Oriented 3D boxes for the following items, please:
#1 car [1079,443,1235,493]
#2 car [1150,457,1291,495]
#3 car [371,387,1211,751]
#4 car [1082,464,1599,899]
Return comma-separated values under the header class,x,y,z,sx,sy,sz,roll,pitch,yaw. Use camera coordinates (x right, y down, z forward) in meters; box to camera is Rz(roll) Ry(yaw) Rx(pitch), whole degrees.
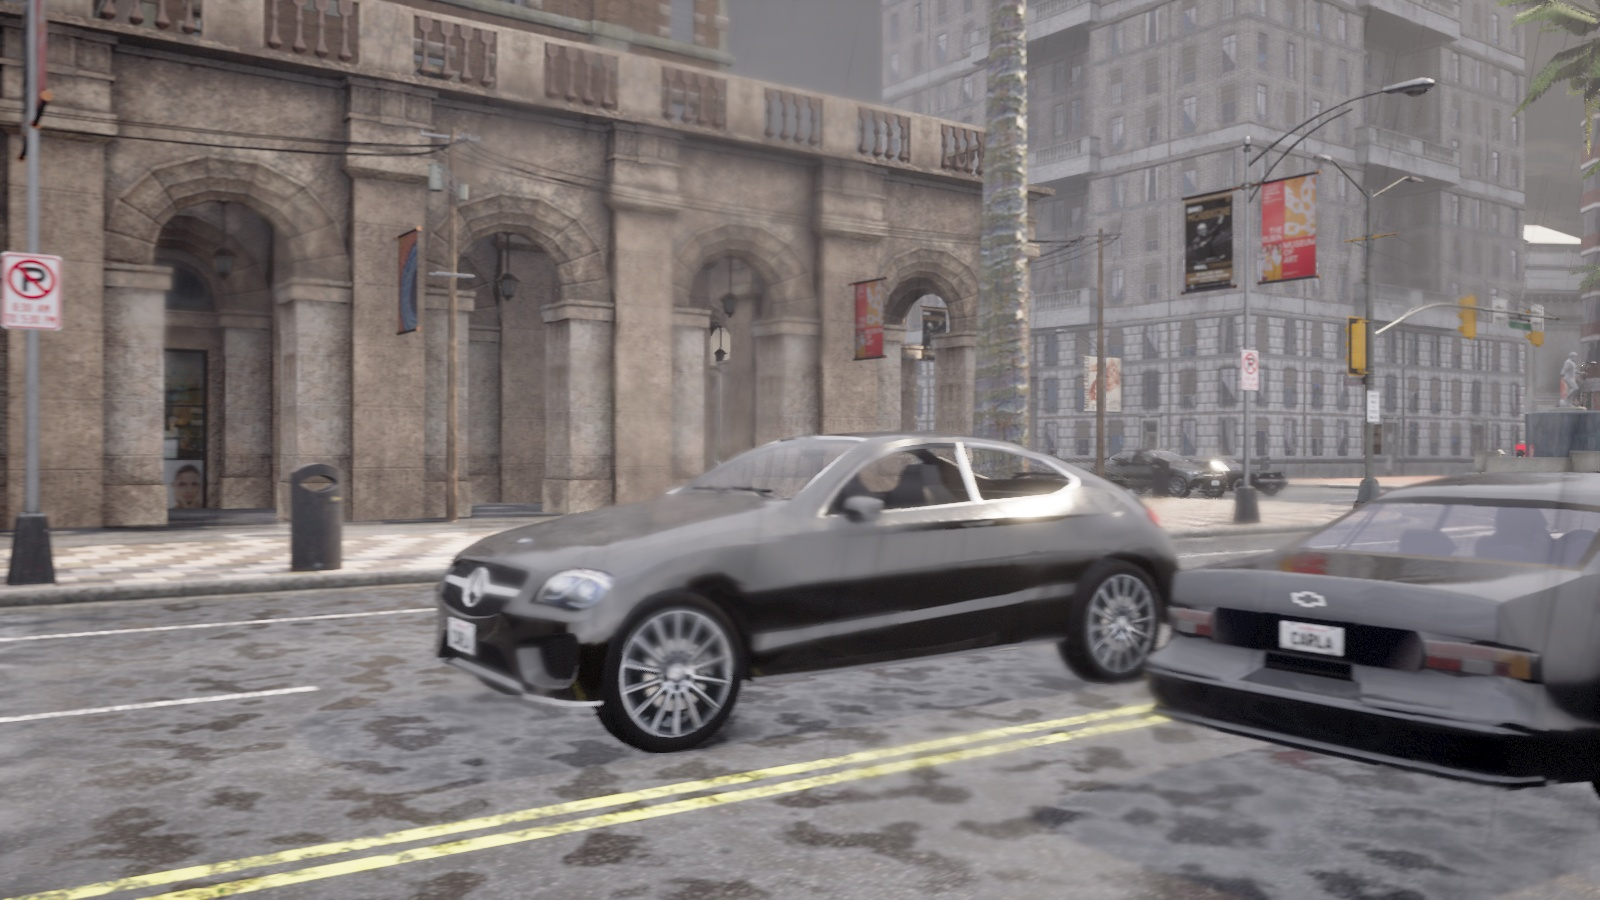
class,x,y,z,sx,sy,sz,roll,pitch,yaw
car,12.426,0.606,44.055,2.152,1.651,5.027,0,0,-35
car,15.333,0.926,46.035,1.895,1.301,4.718,0,0,-35
car,0.128,0.543,8.018,5.027,1.651,2.152,0,0,-35
car,4.084,0.800,6.508,5.357,1.411,2.033,0,0,-35
